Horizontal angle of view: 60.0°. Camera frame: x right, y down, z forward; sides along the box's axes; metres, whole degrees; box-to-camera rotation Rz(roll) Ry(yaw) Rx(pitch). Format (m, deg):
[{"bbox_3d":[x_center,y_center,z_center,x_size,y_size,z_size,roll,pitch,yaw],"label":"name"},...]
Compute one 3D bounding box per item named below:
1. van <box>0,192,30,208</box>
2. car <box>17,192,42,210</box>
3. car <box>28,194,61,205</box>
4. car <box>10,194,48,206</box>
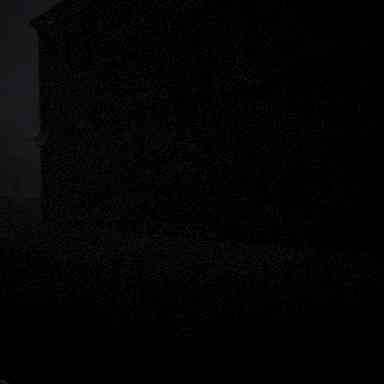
[{"bbox_3d":[-25.198,1.170,46.728,4.442,1.987,1.878,-2,2,24],"label":"van"},{"bbox_3d":[-16.171,0.994,36.959,5.566,2.045,2.435,-2,2,24],"label":"car"},{"bbox_3d":[-23.068,1.126,51.898,4.674,1.452,2.002,-2,2,24],"label":"car"},{"bbox_3d":[-24.186,1.247,49.344,4.892,1.521,2.231,-2,2,24],"label":"car"}]
